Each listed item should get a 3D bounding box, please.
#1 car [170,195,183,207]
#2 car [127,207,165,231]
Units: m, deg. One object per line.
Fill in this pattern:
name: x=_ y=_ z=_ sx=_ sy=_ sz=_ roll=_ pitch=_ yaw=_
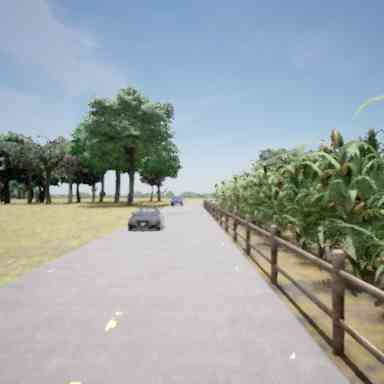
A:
car: x=-2.807 y=1.638 z=62.479 sx=2.150 sy=2.045 sz=5.566 roll=0 pitch=0 yaw=1
car: x=-2.856 y=1.681 z=21.333 sx=1.994 sy=1.385 sz=4.181 roll=0 pitch=0 yaw=0
